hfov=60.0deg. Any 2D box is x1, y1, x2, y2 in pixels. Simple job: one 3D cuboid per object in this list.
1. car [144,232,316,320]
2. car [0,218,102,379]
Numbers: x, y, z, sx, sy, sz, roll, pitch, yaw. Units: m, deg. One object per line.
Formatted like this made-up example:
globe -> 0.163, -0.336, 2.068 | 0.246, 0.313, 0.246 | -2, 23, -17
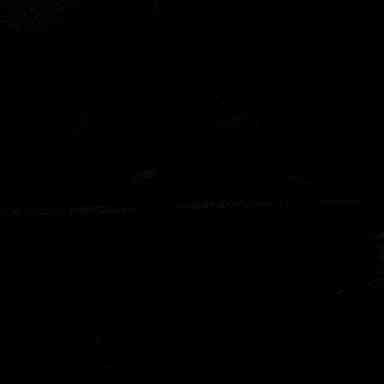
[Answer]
car -> 1.015, 1.582, 7.273 | 4.206, 1.307, 1.802 | 0, 0, -35
car -> -3.615, 1.315, 3.979 | 5.009, 1.841, 2.192 | 0, 0, -35
